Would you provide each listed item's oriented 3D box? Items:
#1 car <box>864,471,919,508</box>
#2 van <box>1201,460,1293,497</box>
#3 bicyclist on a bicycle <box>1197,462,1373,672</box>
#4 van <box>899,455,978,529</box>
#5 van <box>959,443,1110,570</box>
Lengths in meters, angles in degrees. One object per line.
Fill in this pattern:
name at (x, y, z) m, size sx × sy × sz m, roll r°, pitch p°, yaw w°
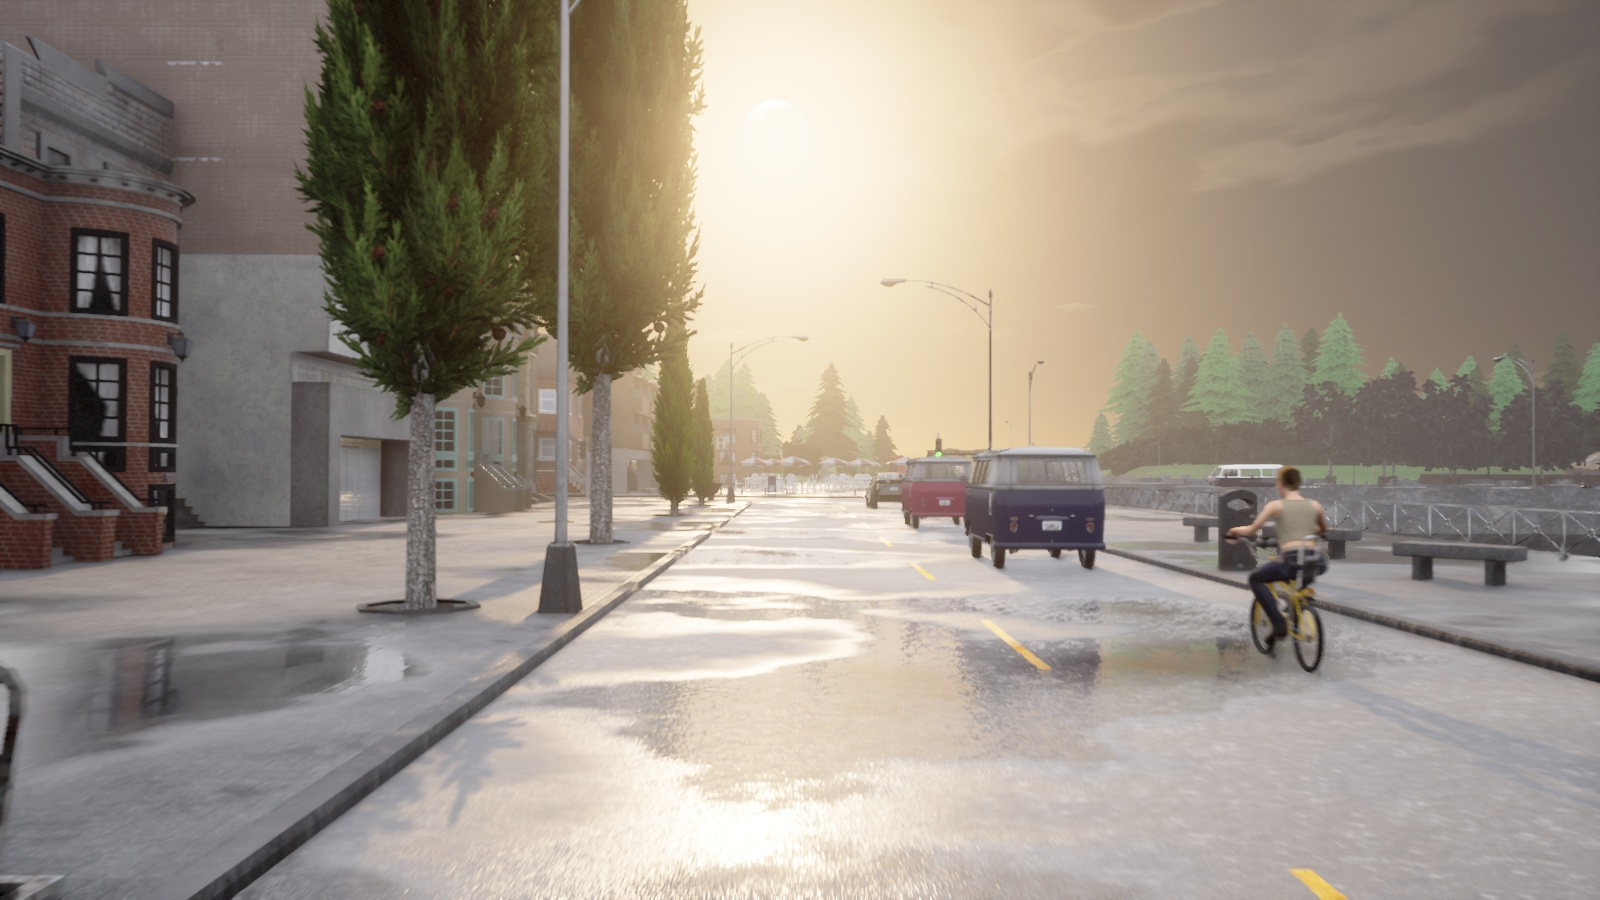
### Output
car at (3.859, 1.648, 53.886) m, size 2.007 × 1.525 × 4.514 m, roll 0°, pitch -1°, yaw 0°
van at (25.303, 1.629, 71.217) m, size 4.480 × 2.038 × 2.069 m, roll 0°, pitch -1°, yaw 0°
bicyclist on a bicycle at (3.967, 0.910, 10.416) m, size 0.866 × 1.612 × 1.509 m, roll 0°, pitch -1°, yaw 0°
van at (3.904, 1.156, 36.077) m, size 1.775 × 1.987 × 4.442 m, roll 0°, pitch -1°, yaw 0°
van at (3.941, 0.917, 21.847) m, size 1.775 × 1.987 × 4.442 m, roll 0°, pitch -1°, yaw 0°
